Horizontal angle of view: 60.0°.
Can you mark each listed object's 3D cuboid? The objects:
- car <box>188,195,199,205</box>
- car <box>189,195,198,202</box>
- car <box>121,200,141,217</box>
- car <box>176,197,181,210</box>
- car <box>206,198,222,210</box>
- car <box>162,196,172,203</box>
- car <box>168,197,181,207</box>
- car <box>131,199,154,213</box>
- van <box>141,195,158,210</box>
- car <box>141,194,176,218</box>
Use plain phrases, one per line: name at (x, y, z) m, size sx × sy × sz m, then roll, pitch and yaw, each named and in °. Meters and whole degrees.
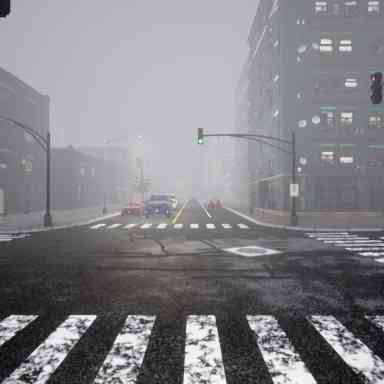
car at (0.265, 1.543, 60.081) m, size 1.812 × 1.442 × 4.674 m, roll 0°, pitch 0°, yaw 0°
car at (0.309, 1.354, 70.090) m, size 1.837 × 1.490 × 4.892 m, roll 0°, pitch 0°, yaw 0°
car at (-5.612, 1.554, 32.019) m, size 1.887 × 1.381 × 4.507 m, roll 1°, pitch 0°, yaw 0°
car at (-2.908, 1.232, 41.245) m, size 2.150 × 2.045 × 5.566 m, roll 0°, pitch 0°, yaw 0°
car at (2.897, 1.452, 43.412) m, size 1.967 × 1.590 × 4.097 m, roll 1°, pitch 0°, yaw 0°
car at (-5.361, 1.604, 71.821) m, size 1.802 × 1.307 × 4.206 m, roll 1°, pitch 0°, yaw 0°
car at (-2.844, 1.541, 53.602) m, size 1.812 × 1.442 × 4.674 m, roll 0°, pitch 0°, yaw 0°
car at (-5.511, 1.555, 37.701) m, size 1.887 × 1.381 × 4.507 m, roll 1°, pitch 0°, yaw 0°
van at (-5.481, 1.353, 43.388) m, size 1.690 × 1.788 × 3.998 m, roll 1°, pitch 0°, yaw 0°
car at (-2.955, 1.230, 30.566) m, size 2.150 × 2.045 × 5.566 m, roll 0°, pitch 0°, yaw 0°
